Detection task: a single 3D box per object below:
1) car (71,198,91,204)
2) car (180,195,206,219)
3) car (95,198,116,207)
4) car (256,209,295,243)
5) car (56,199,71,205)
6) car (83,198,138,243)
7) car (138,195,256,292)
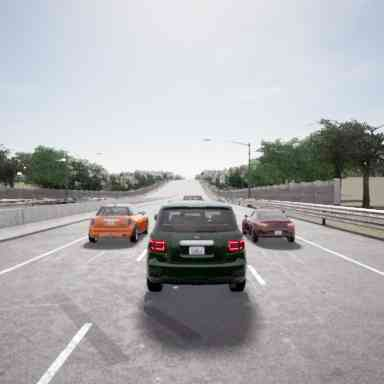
[{"bbox_3d":[-17.571,1.704,54.585,1.837,1.490,4.892,0,-1,0],"label":"car"},{"bbox_3d":[0.068,1.263,30.583,2.150,2.045,5.566,0,0,0],"label":"car"},{"bbox_3d":[-14.073,1.688,54.408,2.128,1.511,4.902,0,-1,0],"label":"car"},{"bbox_3d":[3.583,1.526,16.075,1.812,1.442,4.674,0,0,0],"label":"car"},{"bbox_3d":[-21.058,1.820,55.844,1.895,1.301,4.718,0,0,0],"label":"car"},{"bbox_3d":[-3.421,1.352,16.308,2.097,1.767,4.553,0,0,1],"label":"car"},{"bbox_3d":[0.091,1.218,9.078,2.150,2.045,5.566,0,0,0],"label":"car"}]
